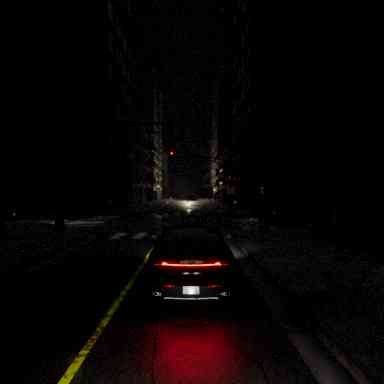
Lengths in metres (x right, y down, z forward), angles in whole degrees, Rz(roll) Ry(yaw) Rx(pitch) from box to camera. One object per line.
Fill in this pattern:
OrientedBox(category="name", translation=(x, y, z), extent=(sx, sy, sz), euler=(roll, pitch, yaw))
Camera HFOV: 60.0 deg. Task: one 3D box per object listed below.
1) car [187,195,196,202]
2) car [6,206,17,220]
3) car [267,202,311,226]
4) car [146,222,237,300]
OrientedBox(category="car", translation=(-0.174, 1.492, 82.408), extent=(2.097, 1.767, 4.553), euler=(0, 0, 0))
OrientedBox(category="car", translation=(-15.269, 1.311, 24.049), extent=(4.902, 1.511, 2.128), euler=(1, 0, 1))
OrientedBox(category="car", translation=(7.886, 1.539, 24.267), extent=(4.553, 1.767, 2.097), euler=(1, 0, -1))
OrientedBox(category="car", translation=(-0.017, 1.506, 8.357), extent=(1.837, 1.490, 4.892), euler=(0, 0, 0))
